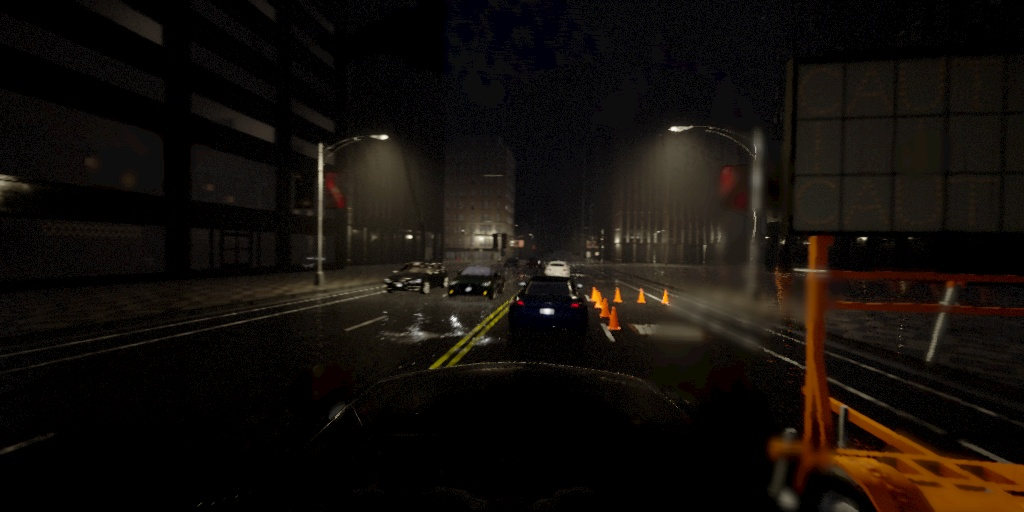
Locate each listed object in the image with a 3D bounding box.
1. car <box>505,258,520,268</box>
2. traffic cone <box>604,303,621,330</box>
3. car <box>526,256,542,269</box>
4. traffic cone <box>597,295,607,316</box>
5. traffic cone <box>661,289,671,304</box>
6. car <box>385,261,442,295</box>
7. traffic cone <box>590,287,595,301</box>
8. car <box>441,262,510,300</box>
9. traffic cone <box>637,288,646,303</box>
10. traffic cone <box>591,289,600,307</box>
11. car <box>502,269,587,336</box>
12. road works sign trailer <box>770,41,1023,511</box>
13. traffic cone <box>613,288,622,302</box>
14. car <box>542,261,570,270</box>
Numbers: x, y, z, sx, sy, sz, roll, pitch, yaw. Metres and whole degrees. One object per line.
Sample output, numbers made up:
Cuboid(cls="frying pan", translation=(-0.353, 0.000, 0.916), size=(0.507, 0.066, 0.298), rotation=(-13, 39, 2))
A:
Cuboid(cls="car", translation=(0.021, 0.947, 51.284), size=(1.812, 1.442, 4.674), rotation=(1, 0, 8))
Cuboid(cls="traffic cone", translation=(2.796, 1.691, 9.867), size=(0.340, 0.580, 0.340), rotation=(0, 0, 8))
Cuboid(cls="car", translation=(3.179, 0.844, 50.348), size=(2.097, 1.767, 4.553), rotation=(1, 0, 8))
Cuboid(cls="traffic cone", translation=(3.071, 1.680, 11.848), size=(0.340, 0.580, 0.340), rotation=(0, 0, 8))
Cuboid(cls="traffic cone", translation=(6.591, 1.723, 15.398), size=(0.340, 0.580, 0.340), rotation=(0, 0, 8))
Cuboid(cls="car", translation=(-4.597, 1.028, 18.081), size=(1.837, 1.490, 4.892), rotation=(1, 0, 8))
Cuboid(cls="traffic cone", translation=(3.620, 1.661, 15.810), size=(0.340, 0.580, 0.340), rotation=(0, 0, 8))
Cuboid(cls="car", translation=(-1.518, 1.160, 16.636), size=(1.994, 1.385, 4.181), rotation=(1, 0, 8))
Cuboid(cls="traffic cone", translation=(5.601, 1.702, 15.535), size=(0.340, 0.580, 0.340), rotation=(0, 0, 8))
Cuboid(cls="traffic cone", translation=(3.345, 1.670, 13.829), size=(0.340, 0.580, 0.340), rotation=(0, 0, 8))
Cuboid(cls="car", translation=(1.101, 1.261, 10.413), size=(1.994, 1.385, 4.181), rotation=(1, 0, 8))
Cuboid(cls="road works sign trailer", translation=(3.214, 0.269, 2.773), size=(2.380, 3.560, 2.880), rotation=(0, 0, 9))
Cuboid(cls="traffic cone", translation=(4.611, 1.681, 15.673), size=(0.340, 0.580, 0.340), rotation=(0, 0, 8))
Cuboid(cls="car", translation=(3.534, 1.144, 27.948), size=(1.812, 1.442, 4.674), rotation=(1, 0, 8))
